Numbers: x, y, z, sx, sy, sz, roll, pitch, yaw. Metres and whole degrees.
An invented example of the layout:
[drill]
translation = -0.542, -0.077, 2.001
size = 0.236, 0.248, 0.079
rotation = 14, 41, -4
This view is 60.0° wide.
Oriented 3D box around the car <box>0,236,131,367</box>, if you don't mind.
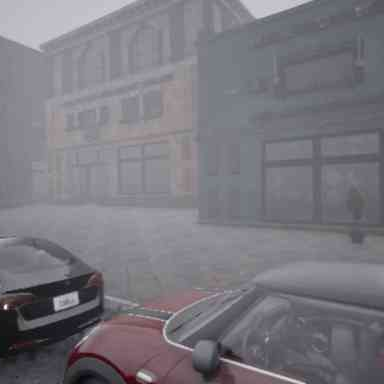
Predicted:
[car]
translation = -3.613, 1.529, 5.839
size = 4.792, 1.488, 2.163
rotation = 0, 0, 35
